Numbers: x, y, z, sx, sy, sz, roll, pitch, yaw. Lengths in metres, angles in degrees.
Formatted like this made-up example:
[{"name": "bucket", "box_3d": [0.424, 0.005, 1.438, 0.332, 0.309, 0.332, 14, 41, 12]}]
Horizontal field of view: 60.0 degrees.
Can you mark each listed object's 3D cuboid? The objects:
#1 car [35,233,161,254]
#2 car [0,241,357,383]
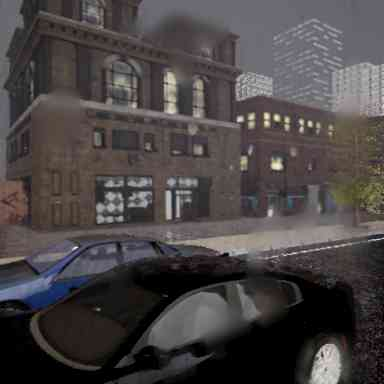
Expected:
[{"name": "car", "box_3d": [-1.795, 1.550, 6.400, 5.357, 1.411, 2.033, 0, 0, -36]}, {"name": "car", "box_3d": [-0.273, 1.480, 3.478, 5.008, 1.535, 1.882, 0, 0, -36]}]
